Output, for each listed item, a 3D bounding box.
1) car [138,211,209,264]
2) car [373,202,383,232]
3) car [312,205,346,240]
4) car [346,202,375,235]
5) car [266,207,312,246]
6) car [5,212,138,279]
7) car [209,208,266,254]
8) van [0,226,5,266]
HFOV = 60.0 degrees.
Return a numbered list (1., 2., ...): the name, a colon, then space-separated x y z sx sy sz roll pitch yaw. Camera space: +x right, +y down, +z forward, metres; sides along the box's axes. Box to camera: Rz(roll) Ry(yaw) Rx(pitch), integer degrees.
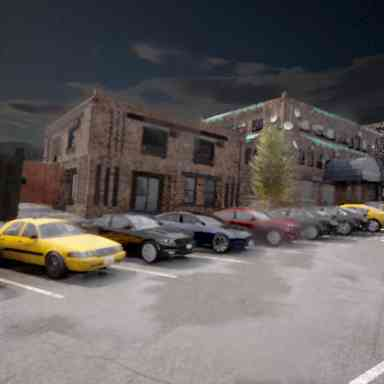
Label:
1. car: -2.162 1.489 11.971 5.008 1.535 2.097 -1 -1 34
2. car: 9.709 1.535 20.603 5.008 1.535 2.097 -1 -1 34
3. car: 4.960 1.518 17.153 4.892 1.521 2.231 -1 -1 34
4. car: 7.334 1.527 18.876 4.892 1.521 2.231 -1 -1 34
5. car: 2.581 1.508 15.435 5.008 1.535 2.097 -1 -1 34
6. car: -4.371 1.474 10.126 5.366 1.575 1.946 -1 -1 34
7. car: 0.238 1.528 13.680 4.792 1.488 2.163 -1 -1 34
8. van: -6.993 1.246 8.560 4.442 1.987 1.878 -1 -1 34
